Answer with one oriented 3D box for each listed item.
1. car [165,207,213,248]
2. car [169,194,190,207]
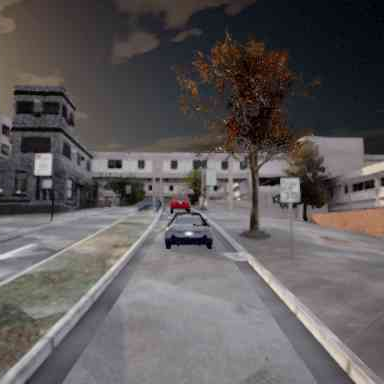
[{"bbox_3d":[-0.177,1.583,14.867,1.994,1.385,4.181,0,0,-2],"label":"car"},{"bbox_3d":[-1.408,1.281,37.989,2.150,2.045,5.566,0,0,-4],"label":"car"}]
